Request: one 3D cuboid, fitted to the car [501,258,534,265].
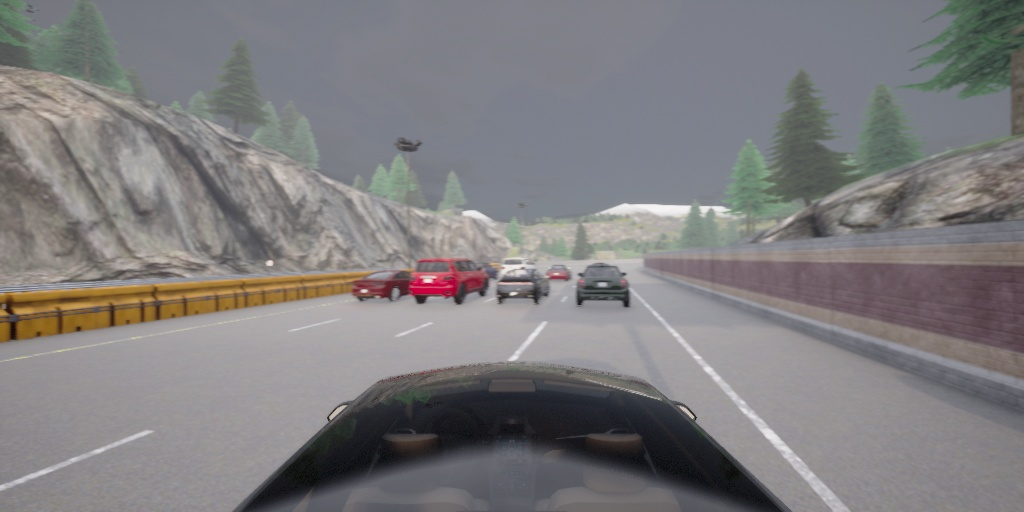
[{"bbox_3d":[0.650,1.161,32.026,2.150,2.045,5.566,-1,0,14],"label":"car"}]

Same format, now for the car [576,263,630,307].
[{"bbox_3d":[3.980,1.133,15.873,2.097,1.767,4.553,-1,-1,14],"label":"car"}]

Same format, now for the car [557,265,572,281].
[{"bbox_3d":[4.126,1.451,31.469,1.994,1.385,4.181,-1,0,14],"label":"car"}]

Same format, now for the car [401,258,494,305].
[{"bbox_3d":[-2.844,1.118,17.448,2.150,2.045,5.566,-1,0,14],"label":"car"}]

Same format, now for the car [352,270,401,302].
[{"bbox_3d":[-6.131,1.439,18.711,1.882,1.535,5.008,-1,0,14],"label":"car"}]

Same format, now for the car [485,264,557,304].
[{"bbox_3d":[0.628,1.335,16.890,2.128,1.511,4.902,-1,0,14],"label":"car"}]
